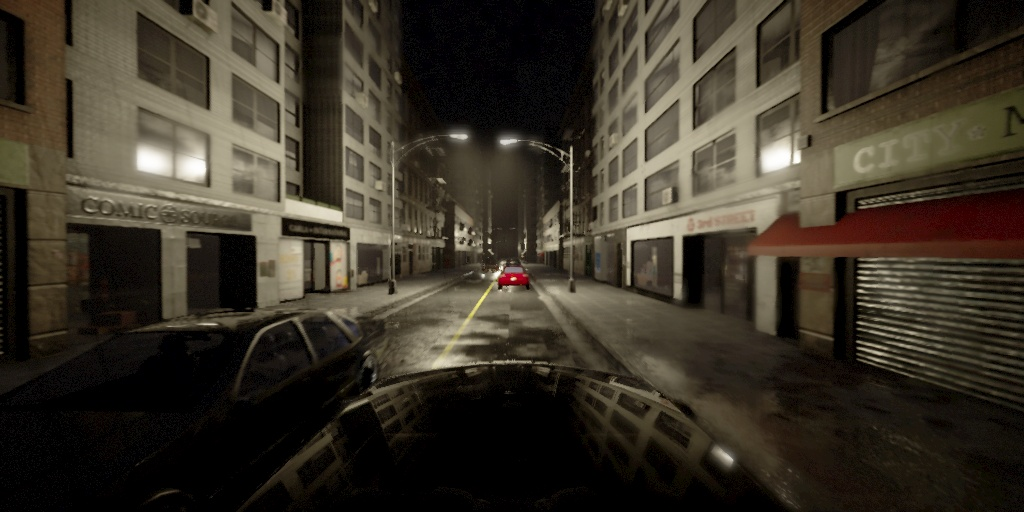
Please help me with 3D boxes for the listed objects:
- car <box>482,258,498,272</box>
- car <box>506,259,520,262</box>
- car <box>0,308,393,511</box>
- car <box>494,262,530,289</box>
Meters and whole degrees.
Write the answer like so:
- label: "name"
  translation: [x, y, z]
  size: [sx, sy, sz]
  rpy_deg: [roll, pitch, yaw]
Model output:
- label: "car"
  translation: [-2.731, 1.093, 46.262]
  size: [2.097, 1.767, 4.553]
  rpy_deg: [0, 0, 0]
- label: "car"
  translation: [0.115, 1.082, 38.158]
  size: [2.097, 1.767, 4.553]
  rpy_deg: [0, 0, 0]
- label: "car"
  translation: [-2.849, 1.296, 3.578]
  size: [2.033, 1.411, 5.357]
  rpy_deg: [0, 0, 0]
- label: "car"
  translation: [0.110, 1.299, 23.104]
  size: [1.994, 1.385, 4.181]
  rpy_deg: [0, 0, 0]
